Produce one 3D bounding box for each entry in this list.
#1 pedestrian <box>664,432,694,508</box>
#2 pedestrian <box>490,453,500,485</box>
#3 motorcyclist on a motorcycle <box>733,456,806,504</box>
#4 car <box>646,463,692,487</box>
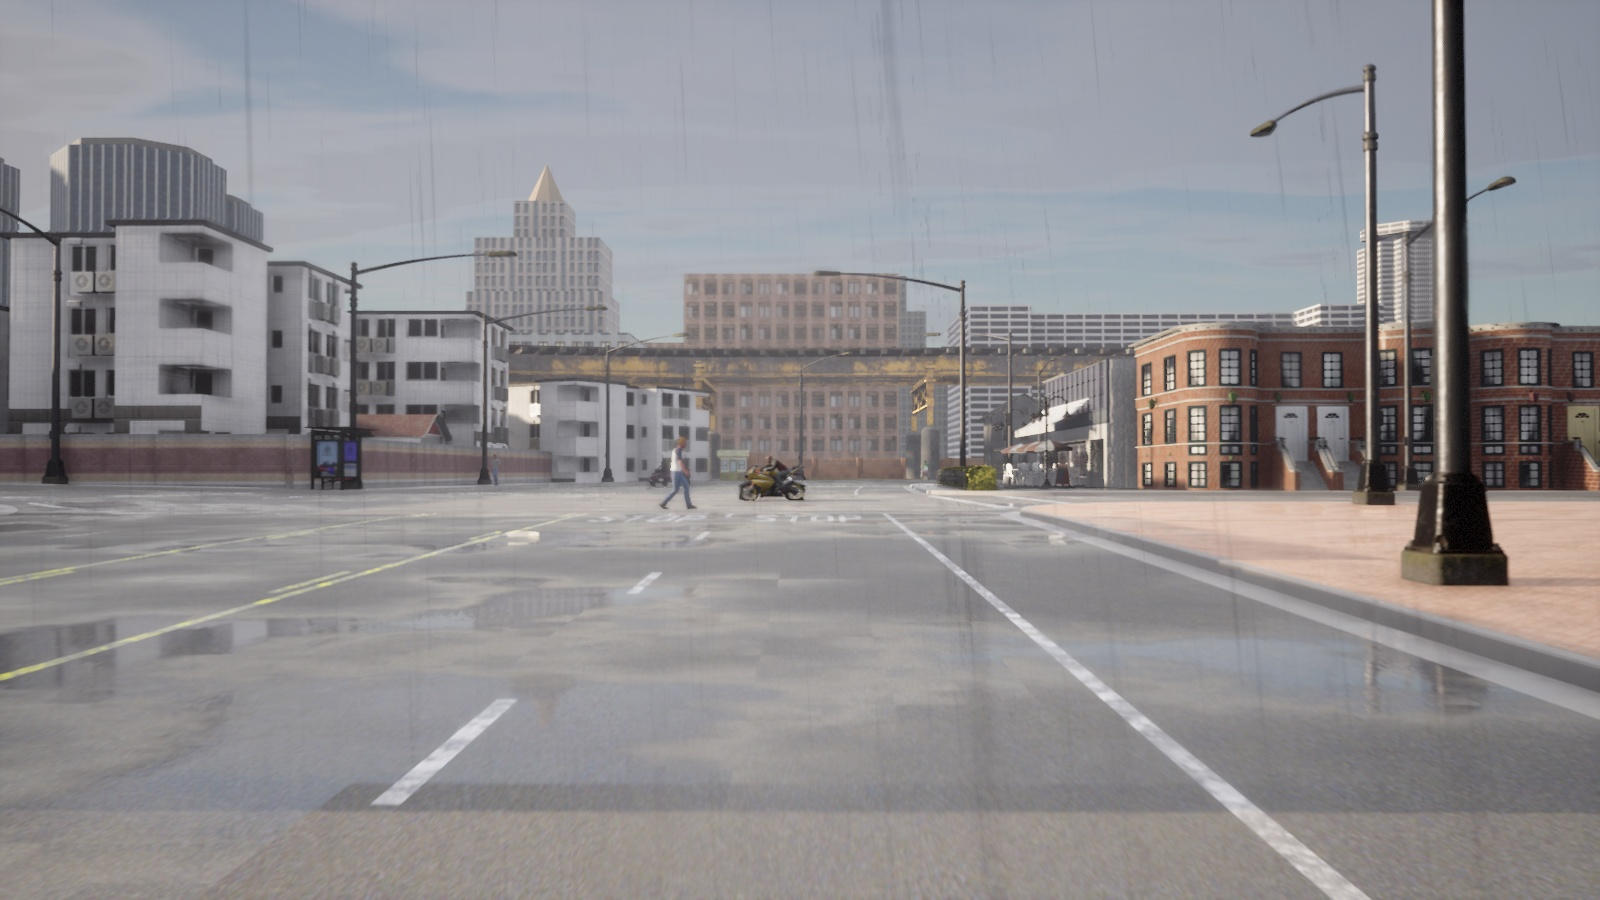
[{"bbox_3d":[-2.917,0.492,30.416,0.706,1.836,0.354,0,-1,-3],"label":"pedestrian"},{"bbox_3d":[-17.397,1.069,71.700,0.354,1.836,0.706,0,-1,4],"label":"pedestrian"},{"bbox_3d":[-0.992,0.949,40.643,2.191,1.530,0.866,0,0,-15],"label":"motorcyclist on a motorcycle"},{"bbox_3d":[-8.218,1.563,79.008,1.816,1.474,4.193,0,-1,9],"label":"car"}]
